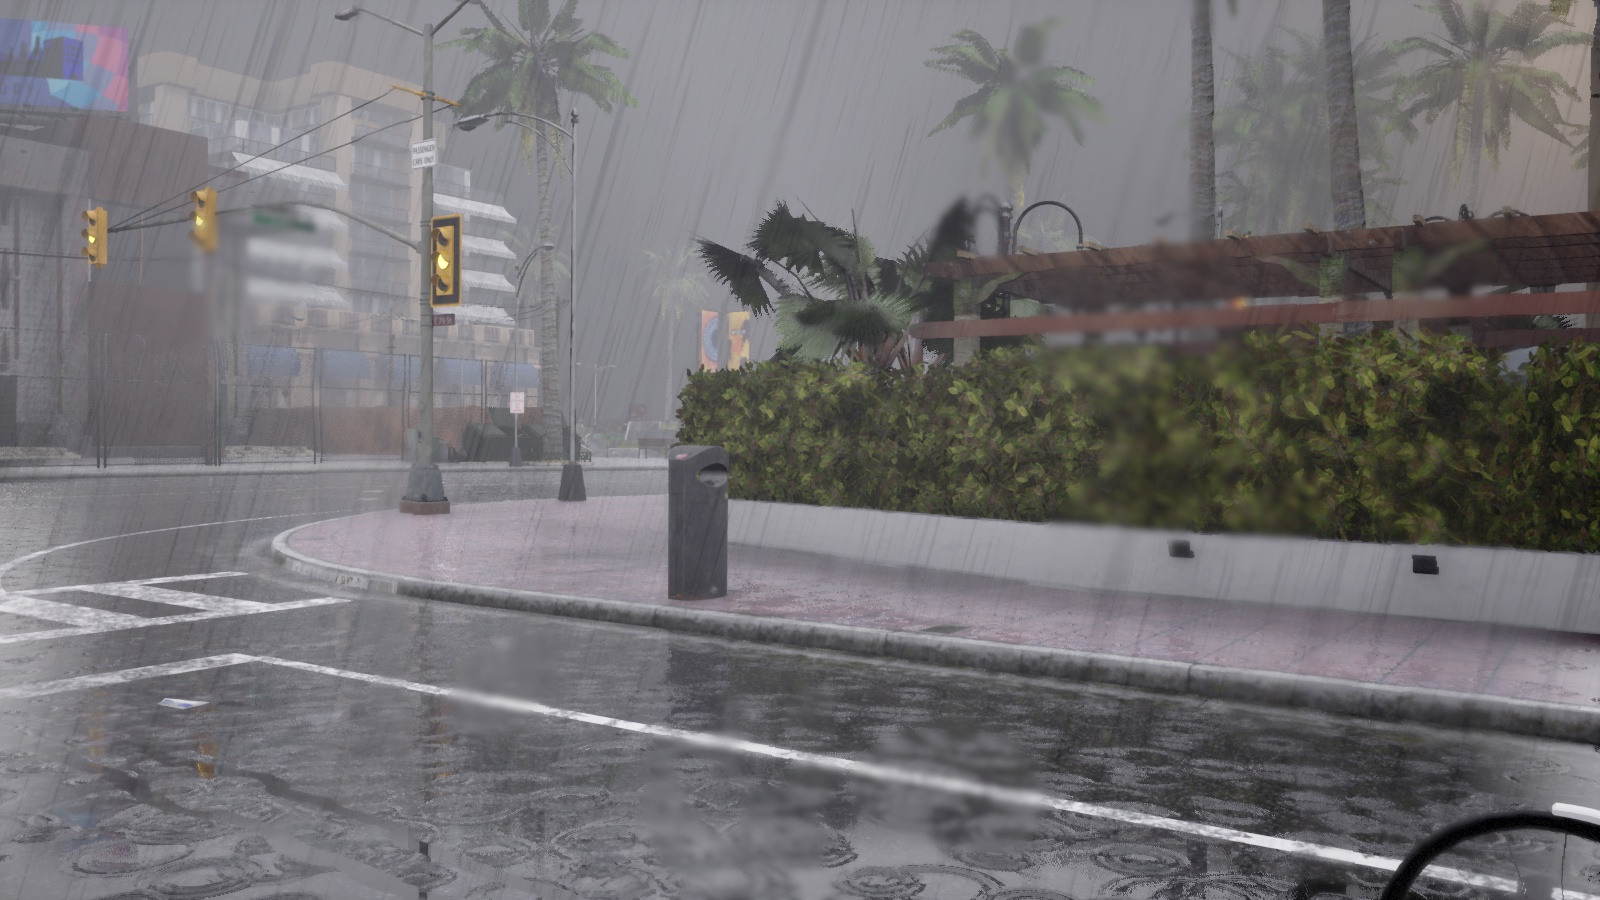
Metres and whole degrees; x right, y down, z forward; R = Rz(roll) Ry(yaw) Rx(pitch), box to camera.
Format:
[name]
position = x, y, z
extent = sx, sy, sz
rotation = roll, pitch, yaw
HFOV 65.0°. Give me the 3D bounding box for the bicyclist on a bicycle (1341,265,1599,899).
[bicyclist on a bicycle]
position = 2.029, 0.553, 2.267
extent = 1.843, 1.776, 0.659
rotation = 0, 1, 34
